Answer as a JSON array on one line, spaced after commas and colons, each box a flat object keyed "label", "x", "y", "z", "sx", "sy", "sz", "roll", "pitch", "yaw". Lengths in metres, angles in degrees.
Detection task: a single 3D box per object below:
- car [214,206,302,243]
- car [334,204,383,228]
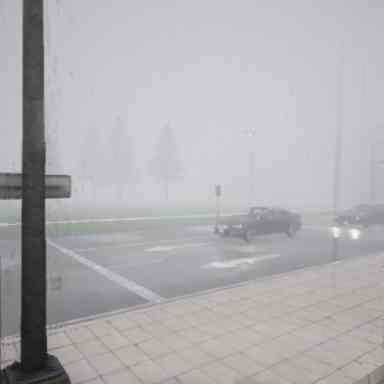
[{"label": "car", "x": 3.301, "y": 1.466, "z": 16.164, "sx": 4.902, "sy": 1.511, "sz": 2.128, "roll": 0, "pitch": 0, "yaw": -35}, {"label": "car", "x": 11.700, "y": 1.500, "z": 22.111, "sx": 5.357, "sy": 1.411, "sz": 2.033, "roll": 0, "pitch": 0, "yaw": -35}]
